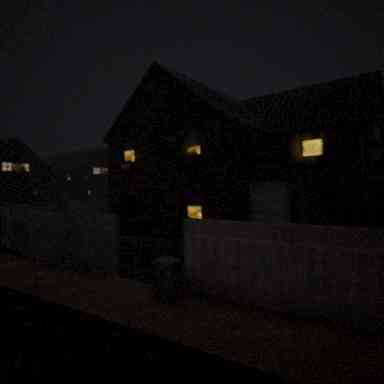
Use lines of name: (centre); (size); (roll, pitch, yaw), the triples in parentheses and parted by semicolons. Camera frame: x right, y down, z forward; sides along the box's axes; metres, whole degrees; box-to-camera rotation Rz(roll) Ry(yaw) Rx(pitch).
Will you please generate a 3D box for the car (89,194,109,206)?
car: (-8.383, 1.218, 31.696); (2.150, 2.045, 5.566); (-2, -1, 36)
